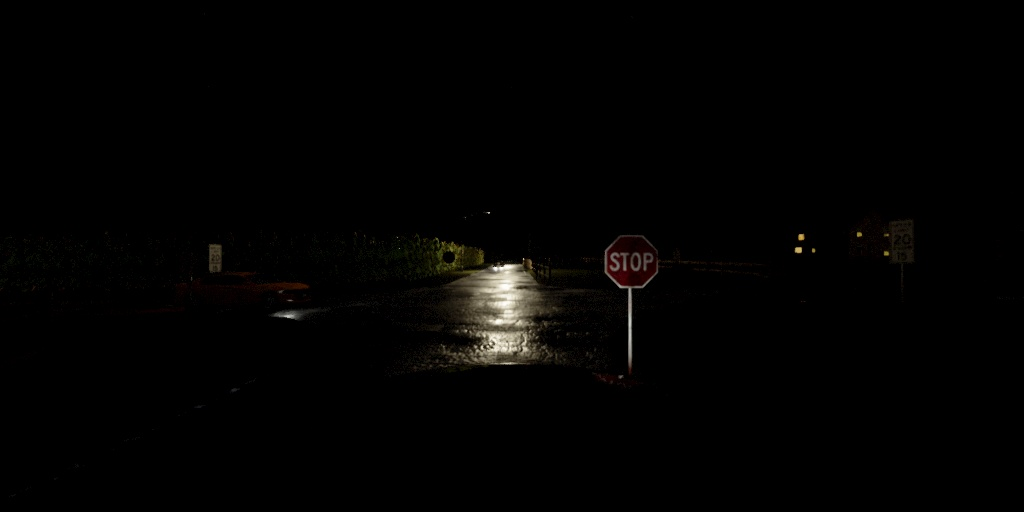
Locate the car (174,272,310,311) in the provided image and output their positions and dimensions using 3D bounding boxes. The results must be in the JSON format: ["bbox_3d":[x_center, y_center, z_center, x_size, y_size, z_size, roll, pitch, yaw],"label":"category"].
[{"bbox_3d":[-11.219,1.424,15.100,5.008,1.535,1.882,-1,-1,0],"label":"car"}]
